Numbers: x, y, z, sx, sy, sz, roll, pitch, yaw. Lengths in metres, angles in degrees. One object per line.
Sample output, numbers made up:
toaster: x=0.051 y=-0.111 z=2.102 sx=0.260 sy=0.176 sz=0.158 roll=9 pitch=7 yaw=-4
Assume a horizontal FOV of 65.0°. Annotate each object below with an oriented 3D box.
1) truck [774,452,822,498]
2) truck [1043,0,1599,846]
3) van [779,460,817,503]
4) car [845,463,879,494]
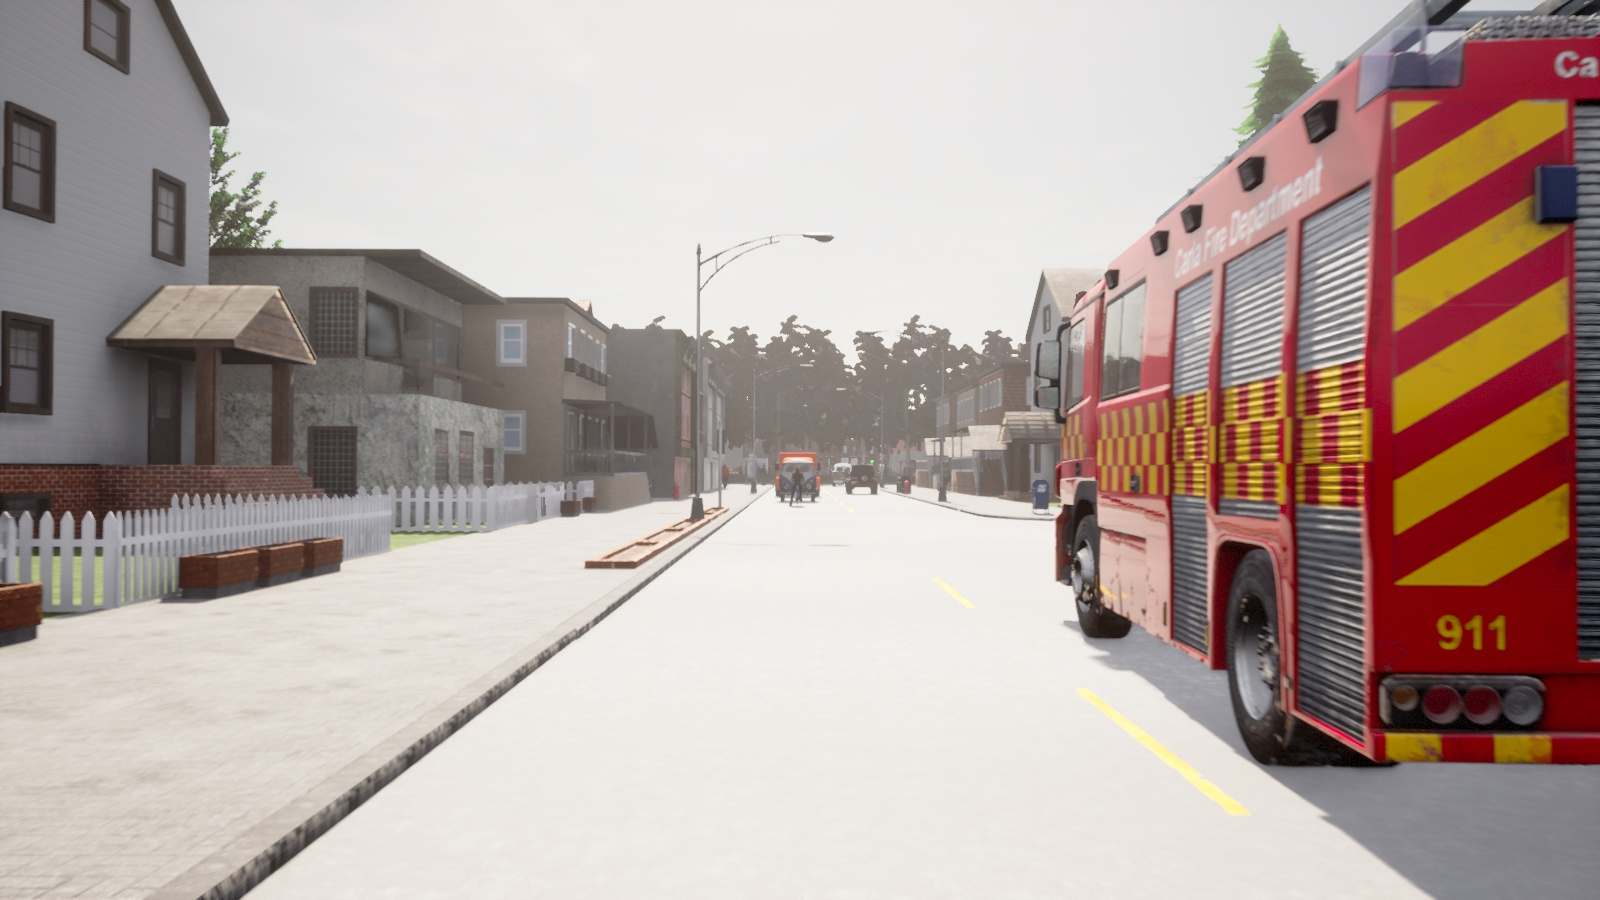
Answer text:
truck: x=-0.115 y=1.387 z=70.522 sx=2.627 sy=2.467 sz=5.204 roll=0 pitch=-1 yaw=0
truck: x=3.904 y=-0.227 z=9.397 sx=2.891 sy=3.827 sz=8.468 roll=0 pitch=-1 yaw=3
van: x=-0.097 y=1.472 z=60.375 sx=1.775 sy=1.987 sz=4.442 roll=0 pitch=-1 yaw=0
car: x=3.872 y=1.782 z=79.180 sx=1.905 sy=1.878 sz=3.866 roll=0 pitch=-1 yaw=0
